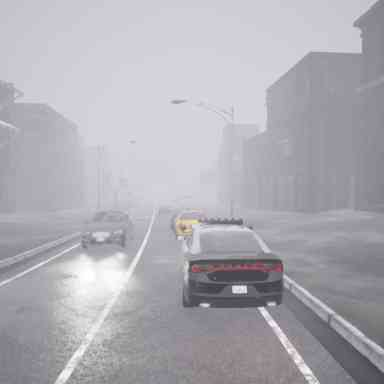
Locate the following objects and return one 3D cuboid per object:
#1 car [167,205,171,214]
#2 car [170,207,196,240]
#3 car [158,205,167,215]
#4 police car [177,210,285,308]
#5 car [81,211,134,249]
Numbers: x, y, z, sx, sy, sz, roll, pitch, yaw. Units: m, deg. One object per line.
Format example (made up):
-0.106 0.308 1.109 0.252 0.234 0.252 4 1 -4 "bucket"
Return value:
-0.641 1.858 24.182 1.882 1.535 5.008 0 -2 -6 "car"
-0.073 1.671 18.365 1.801 1.575 5.366 0 -1 -5 "car"
-3.800 2.454 47.023 1.895 1.301 4.718 0 0 -5 "car"
0.676 1.465 8.189 1.930 1.638 5.238 0 -1 -3 "police car"
-3.807 1.660 15.609 2.128 1.511 4.902 0 -1 -4 "car"
